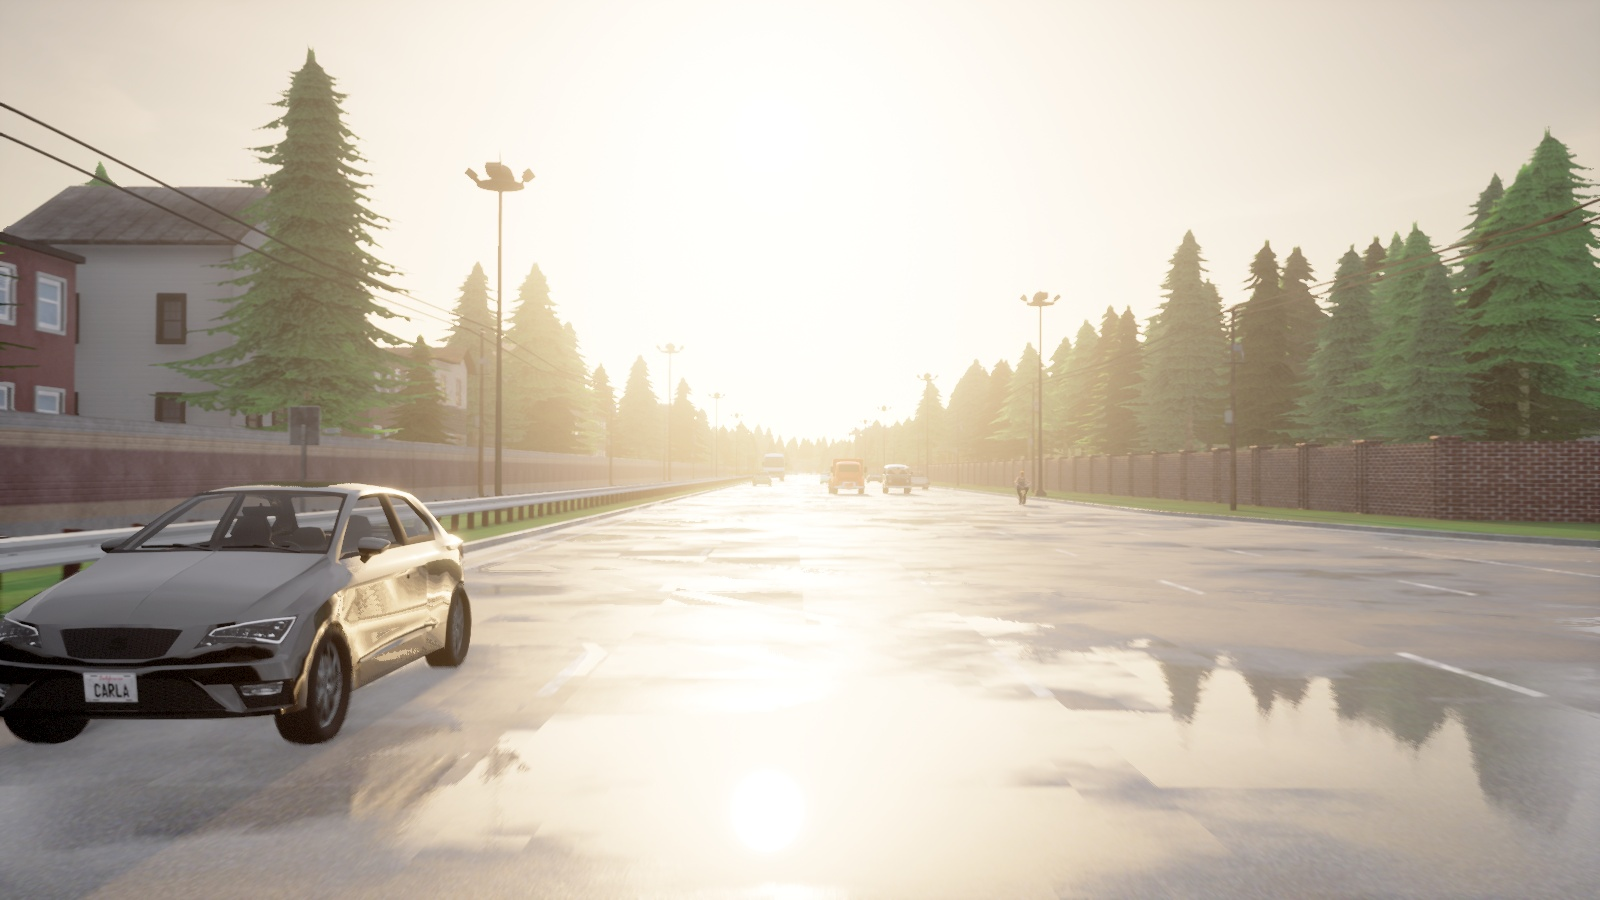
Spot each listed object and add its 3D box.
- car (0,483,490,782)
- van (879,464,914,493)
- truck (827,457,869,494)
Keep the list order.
[{"bbox_3d":[-3.521,0.985,8.502,1.816,1.474,4.193,0,-1,0],"label":"car"},{"bbox_3d":[6.783,1.995,88.396,2.069,2.038,4.480,0,-1,0],"label":"van"},{"bbox_3d":[3.285,1.775,86.947,2.627,2.467,5.204,0,-1,0],"label":"truck"}]
